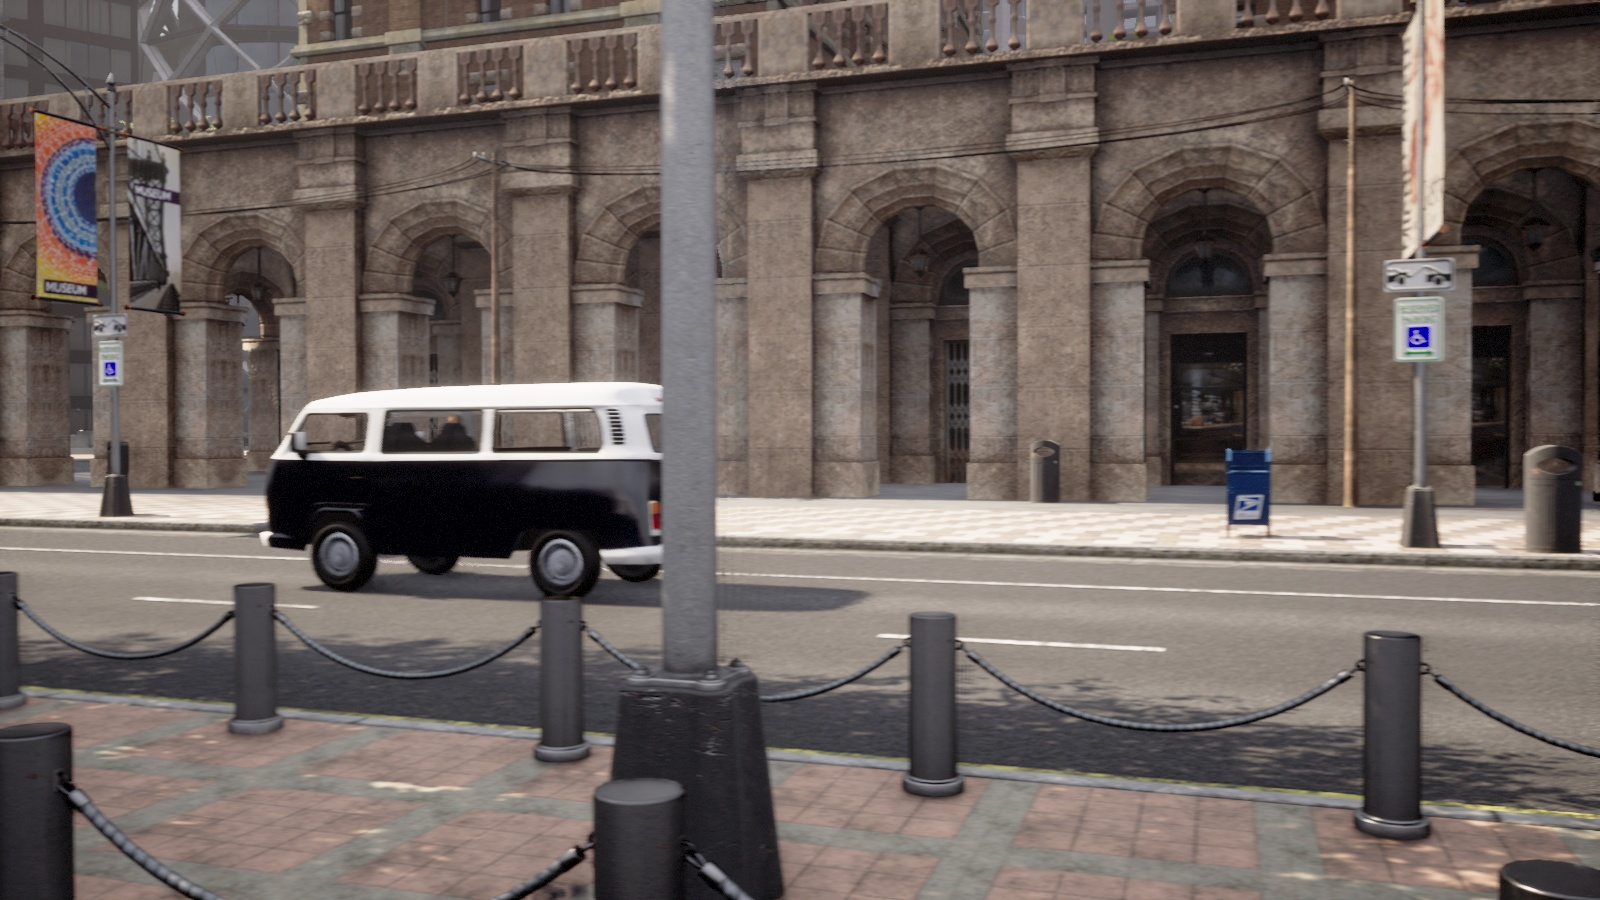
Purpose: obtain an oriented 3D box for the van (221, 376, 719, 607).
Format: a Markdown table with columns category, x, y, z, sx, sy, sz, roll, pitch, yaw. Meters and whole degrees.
| category | x | y | z | sx | sy | sz | roll | pitch | yaw |
| --- | --- | --- | --- | --- | --- | --- | --- | --- | --- |
| van | -3.291 | 0.334 | 12.736 | 4.480 | 2.038 | 2.069 | 1 | 1 | 19 |
